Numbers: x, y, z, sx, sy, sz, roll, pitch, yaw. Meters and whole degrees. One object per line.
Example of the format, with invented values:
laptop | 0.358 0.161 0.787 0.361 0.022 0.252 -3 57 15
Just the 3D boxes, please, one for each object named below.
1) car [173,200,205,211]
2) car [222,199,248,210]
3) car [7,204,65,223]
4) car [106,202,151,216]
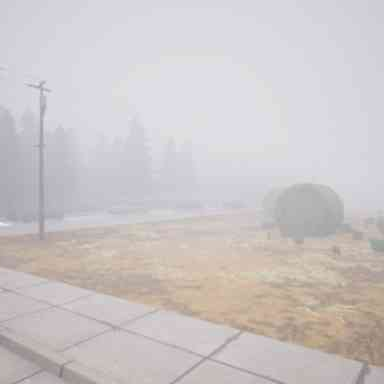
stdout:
car | -0.393 1.698 42.458 1.895 1.301 4.718 0 0 37
car | 5.771 1.612 44.593 1.812 1.442 4.674 0 0 36
car | -12.283 1.662 26.438 1.994 1.385 4.181 0 0 37
car | -6.458 1.698 34.302 1.895 1.301 4.718 0 0 36
